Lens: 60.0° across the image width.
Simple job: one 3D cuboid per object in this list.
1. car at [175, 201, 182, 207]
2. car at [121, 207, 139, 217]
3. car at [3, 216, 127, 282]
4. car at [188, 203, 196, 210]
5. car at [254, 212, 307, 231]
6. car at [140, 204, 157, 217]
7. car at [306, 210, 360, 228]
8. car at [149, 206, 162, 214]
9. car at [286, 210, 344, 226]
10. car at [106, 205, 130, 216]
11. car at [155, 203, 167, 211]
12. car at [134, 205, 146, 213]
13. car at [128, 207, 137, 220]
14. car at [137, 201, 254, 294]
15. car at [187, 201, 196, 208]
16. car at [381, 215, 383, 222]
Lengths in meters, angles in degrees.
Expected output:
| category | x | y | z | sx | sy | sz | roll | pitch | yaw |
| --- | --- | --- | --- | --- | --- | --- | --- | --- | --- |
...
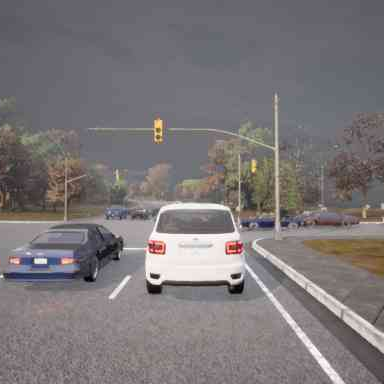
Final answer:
| category | x | y | z | sx | sy | sz | roll | pitch | yaw |
| --- | --- | --- | --- | --- | --- | --- | --- | --- | --- |
| car | -3.637 | 3.093 | 87.424 | 1.882 | 1.535 | 5.008 | 0 | 0 | -3 |
| car | -10.606 | 3.369 | 57.427 | 2.033 | 1.411 | 5.357 | 0 | -1 | 1 |
| car | -3.422 | 1.664 | 10.015 | 2.033 | 1.411 | 5.357 | 0 | -1 | 0 |
| car | -0.038 | 3.332 | 77.628 | 1.837 | 1.490 | 4.892 | 0 | 0 | 0 |
| car | 5.914 | 2.272 | 25.335 | 4.718 | 1.301 | 1.895 | 0 | -3 | 0 |
| car | -7.117 | 3.007 | 55.304 | 2.150 | 2.045 | 5.566 | 0 | -1 | 0 |
| car | 11.702 | 2.387 | 29.125 | 5.357 | 1.411 | 2.033 | 0 | -3 | -1 |
| car | -7.072 | 3.481 | 65.226 | 1.895 | 1.301 | 4.718 | 0 | 0 | 1 |
| car | 11.980 | 2.488 | 32.640 | 4.902 | 1.511 | 2.128 | 0 | -3 | -1 |
| car | -10.631 | 2.808 | 47.134 | 2.150 | 2.045 | 5.566 | 0 | -2 | -2 |
| car | -7.037 | 3.381 | 75.923 | 2.033 | 1.411 | 5.357 | 0 | 0 | 0 |
| car | -10.543 | 3.481 | 67.710 | 1.895 | 1.301 | 4.718 | 0 | 0 | 0 |
| car | -7.109 | 3.144 | 45.776 | 1.895 | 1.301 | 4.718 | 0 | -2 | -1 |
| car | 0.078 | 1.320 | 9.162 | 2.150 | 2.045 | 5.566 | 0 | -1 | 0 |
| car | -0.161 | 3.287 | 87.779 | 1.837 | 1.490 | 4.892 | 0 | 0 | -3 |
| car | 21.401 | 2.505 | 33.008 | 4.902 | 1.511 | 2.128 | 0 | -3 | -3 |
